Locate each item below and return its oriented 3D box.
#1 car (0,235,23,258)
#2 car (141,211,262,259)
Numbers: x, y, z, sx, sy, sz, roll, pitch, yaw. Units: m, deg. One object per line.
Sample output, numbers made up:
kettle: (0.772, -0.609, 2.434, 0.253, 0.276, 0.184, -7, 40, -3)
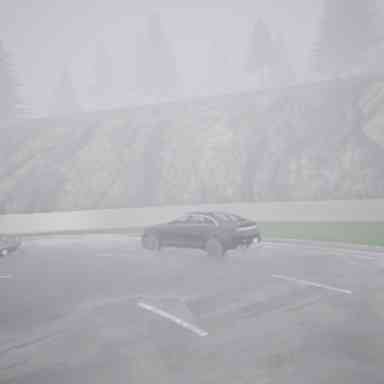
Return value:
car: (-9.065, 2.021, 12.365, 4.718, 1.301, 1.895, -3, 0, 4)
car: (0.172, 1.469, 12.431, 4.902, 1.511, 2.128, -3, 0, 38)
